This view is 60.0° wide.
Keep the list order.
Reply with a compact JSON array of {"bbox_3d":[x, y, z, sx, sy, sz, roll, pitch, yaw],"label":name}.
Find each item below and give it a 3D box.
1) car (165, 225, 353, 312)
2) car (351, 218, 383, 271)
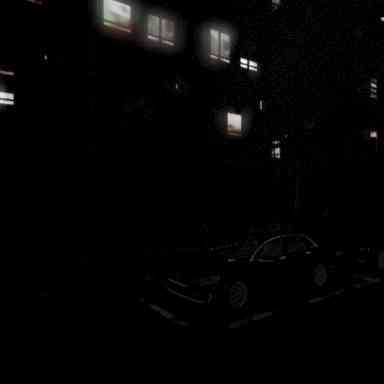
[{"bbox_3d":[1.478,1.549,7.612,4.403,1.369,2.008,0,0,-36],"label":"car"},{"bbox_3d":[6.066,1.542,10.885,4.507,1.381,1.887,0,0,-36],"label":"car"}]
